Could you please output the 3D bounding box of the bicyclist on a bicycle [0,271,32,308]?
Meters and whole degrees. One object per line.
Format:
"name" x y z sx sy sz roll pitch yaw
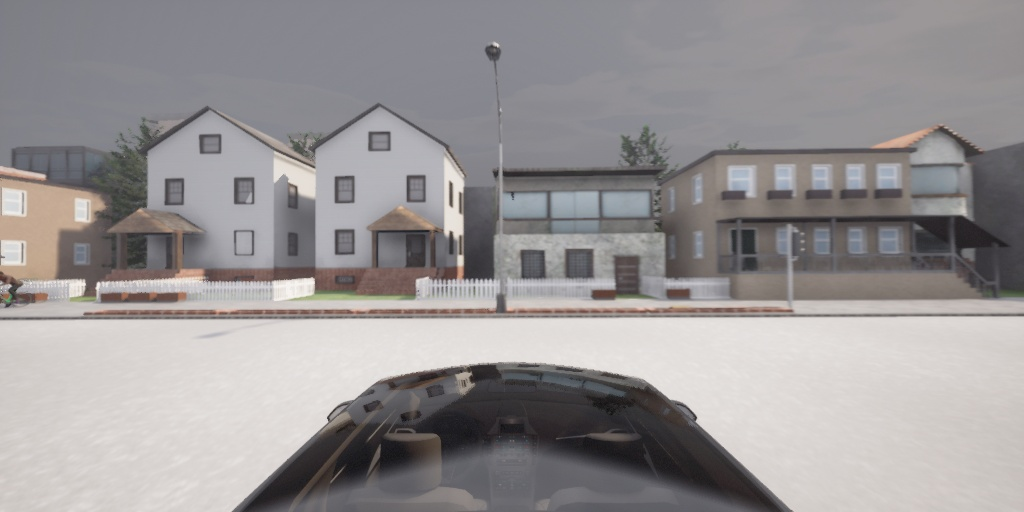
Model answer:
"bicyclist on a bicycle" -21.497 1.450 15.209 0.582 1.620 1.656 0 -1 1
